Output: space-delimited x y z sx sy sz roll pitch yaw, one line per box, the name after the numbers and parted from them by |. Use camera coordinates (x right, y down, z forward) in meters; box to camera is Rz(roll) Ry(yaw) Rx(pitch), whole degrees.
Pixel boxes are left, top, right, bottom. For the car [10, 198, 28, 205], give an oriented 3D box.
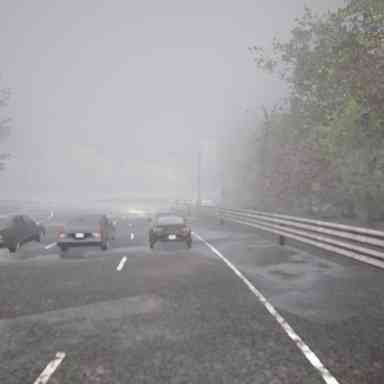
-41.522 2.256 78.530 4.902 1.511 2.128 0 -1 40 | car

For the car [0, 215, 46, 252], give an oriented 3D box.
-7.998 1.688 14.417 2.033 1.411 5.357 0 -1 -8 | car

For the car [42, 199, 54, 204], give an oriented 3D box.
-36.818 2.364 83.711 4.718 1.301 1.895 0 -1 40 | car

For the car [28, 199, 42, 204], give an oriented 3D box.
-39.159 2.302 81.111 4.181 1.385 1.994 0 -1 40 | car

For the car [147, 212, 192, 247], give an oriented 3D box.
-1.119 1.676 15.747 1.812 1.442 4.674 0 0 -8 | car

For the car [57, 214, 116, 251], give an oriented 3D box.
-4.531 1.691 14.893 2.033 1.411 5.357 0 -1 -8 | car
